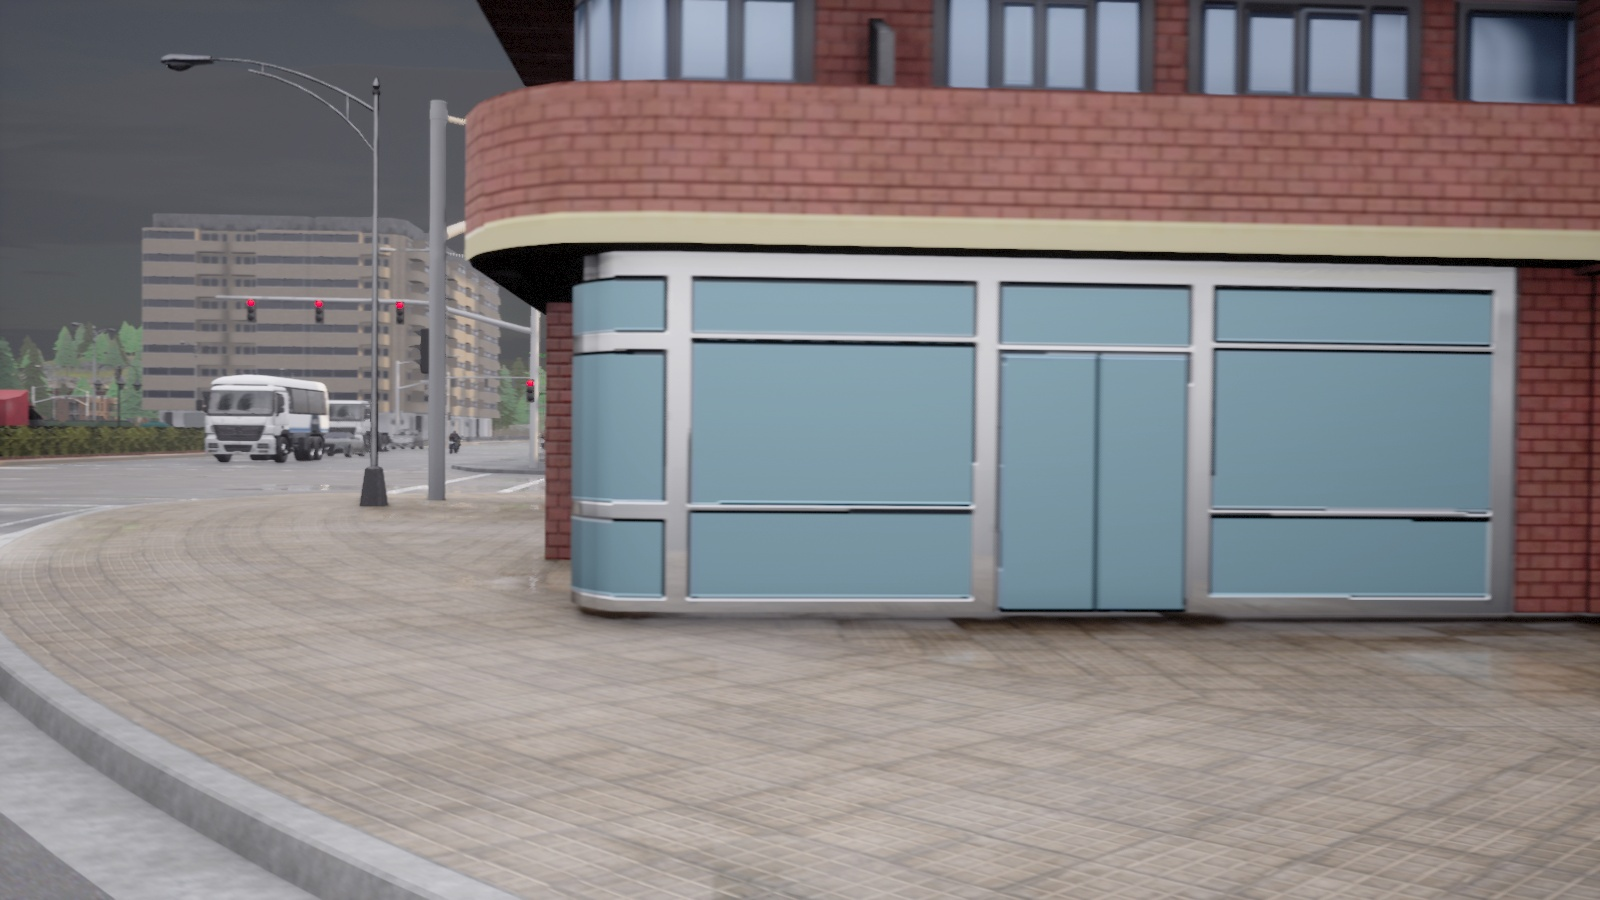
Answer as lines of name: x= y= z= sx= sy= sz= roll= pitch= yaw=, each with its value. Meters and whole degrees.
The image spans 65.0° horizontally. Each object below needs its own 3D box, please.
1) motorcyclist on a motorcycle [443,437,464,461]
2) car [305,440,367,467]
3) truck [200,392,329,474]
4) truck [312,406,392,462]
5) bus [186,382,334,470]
motorcyclist on a motorcycle: x=-22.159 y=-0.062 z=80.266 sx=0.866 sy=1.530 sz=2.191 roll=-1 pitch=1 yaw=-4
car: x=-24.767 y=0.154 z=67.167 sx=1.994 sy=1.385 sz=4.181 roll=-1 pitch=1 yaw=-4
truck: x=-24.076 y=-0.769 z=56.983 sx=2.891 sy=3.462 sz=7.936 roll=-1 pitch=1 yaw=-4
truck: x=-29.350 y=-1.050 z=82.676 sx=2.891 sy=3.462 sz=7.936 roll=-1 pitch=1 yaw=-4
bus: x=-28.242 y=-1.247 z=66.361 sx=3.944 sy=4.253 sz=10.273 roll=-1 pitch=1 yaw=-4
